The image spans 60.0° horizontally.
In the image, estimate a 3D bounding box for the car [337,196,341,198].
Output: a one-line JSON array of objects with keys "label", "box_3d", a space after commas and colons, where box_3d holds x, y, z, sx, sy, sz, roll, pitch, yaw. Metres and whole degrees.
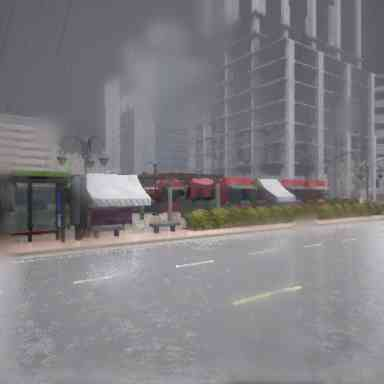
[{"label": "car", "box_3d": [29.692, 1.111, 71.018, 1.905, 1.878, 3.866, 0, 0, -36]}]

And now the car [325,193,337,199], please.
[{"label": "car", "box_3d": [27.301, 1.111, 69.307, 1.905, 1.878, 3.866, 0, 0, -36]}]
